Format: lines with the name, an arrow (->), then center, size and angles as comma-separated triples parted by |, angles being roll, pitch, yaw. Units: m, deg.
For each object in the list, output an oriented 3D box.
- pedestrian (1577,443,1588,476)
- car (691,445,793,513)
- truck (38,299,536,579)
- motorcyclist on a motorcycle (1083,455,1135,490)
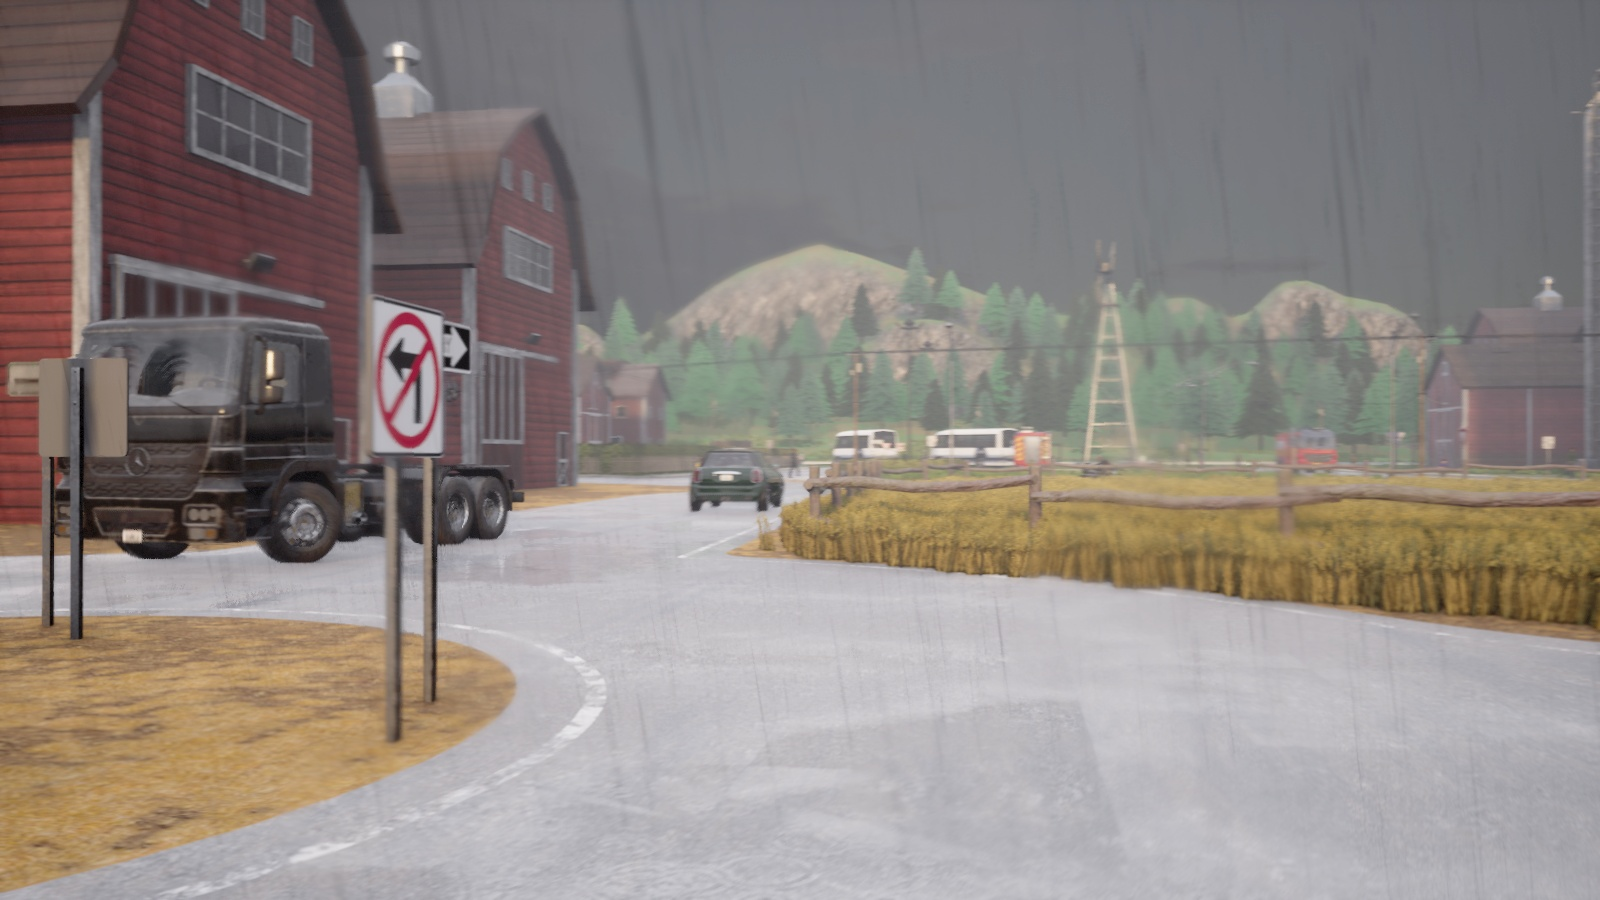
pedestrian -> 44.784, 0.551, 71.879 | 0.353, 1.847, 0.614 | 0, 0, 13
car -> -1.530, 0.759, 34.957 | 2.097, 1.767, 4.553 | 0, 0, 7
truck -> -7.403, -0.125, 19.764 | 2.891, 3.462, 7.936 | 0, 0, 17
motorcyclist on a motorcycle -> 13.649, 0.970, 55.532 | 2.191, 1.530, 0.866 | 0, 0, 10
